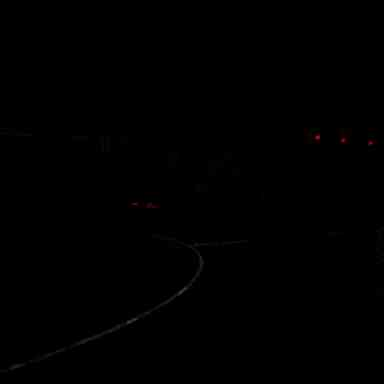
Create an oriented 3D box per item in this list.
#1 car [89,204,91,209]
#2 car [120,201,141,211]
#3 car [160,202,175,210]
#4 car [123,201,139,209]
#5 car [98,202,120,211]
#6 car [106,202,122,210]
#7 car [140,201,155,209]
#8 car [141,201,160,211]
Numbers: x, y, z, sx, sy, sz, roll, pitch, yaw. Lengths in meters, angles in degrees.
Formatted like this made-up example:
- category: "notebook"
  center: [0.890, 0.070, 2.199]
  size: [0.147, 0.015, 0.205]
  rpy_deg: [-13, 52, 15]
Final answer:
- category: "car"
  center: [-18.757, 2.646, 64.882]
  size: [2.128, 1.511, 4.902]
  rpy_deg: [0, -1, -27]
- category: "car"
  center: [-10.944, 2.536, 57.090]
  size: [2.033, 1.411, 5.357]
  rpy_deg: [0, -1, -27]
- category: "car"
  center: [-4.771, 2.503, 60.397]
  size: [2.128, 1.511, 4.902]
  rpy_deg: [0, -1, -27]
- category: "car"
  center: [-12.497, 2.636, 68.014]
  size: [1.837, 1.490, 4.892]
  rpy_deg: [0, -1, -27]
- category: "car"
  center: [-14.107, 2.472, 55.590]
  size: [2.128, 1.511, 4.902]
  rpy_deg: [0, -1, -27]
- category: "car"
  center: [-15.627, 2.713, 66.447]
  size: [2.033, 1.411, 5.357]
  rpy_deg: [0, -1, -27]
- category: "car"
  center: [-9.367, 2.651, 69.580]
  size: [1.812, 1.442, 4.674]
  rpy_deg: [0, -1, -27]
- category: "car"
  center: [-7.913, 2.603, 58.854]
  size: [1.895, 1.301, 4.718]
  rpy_deg: [0, -1, -27]
